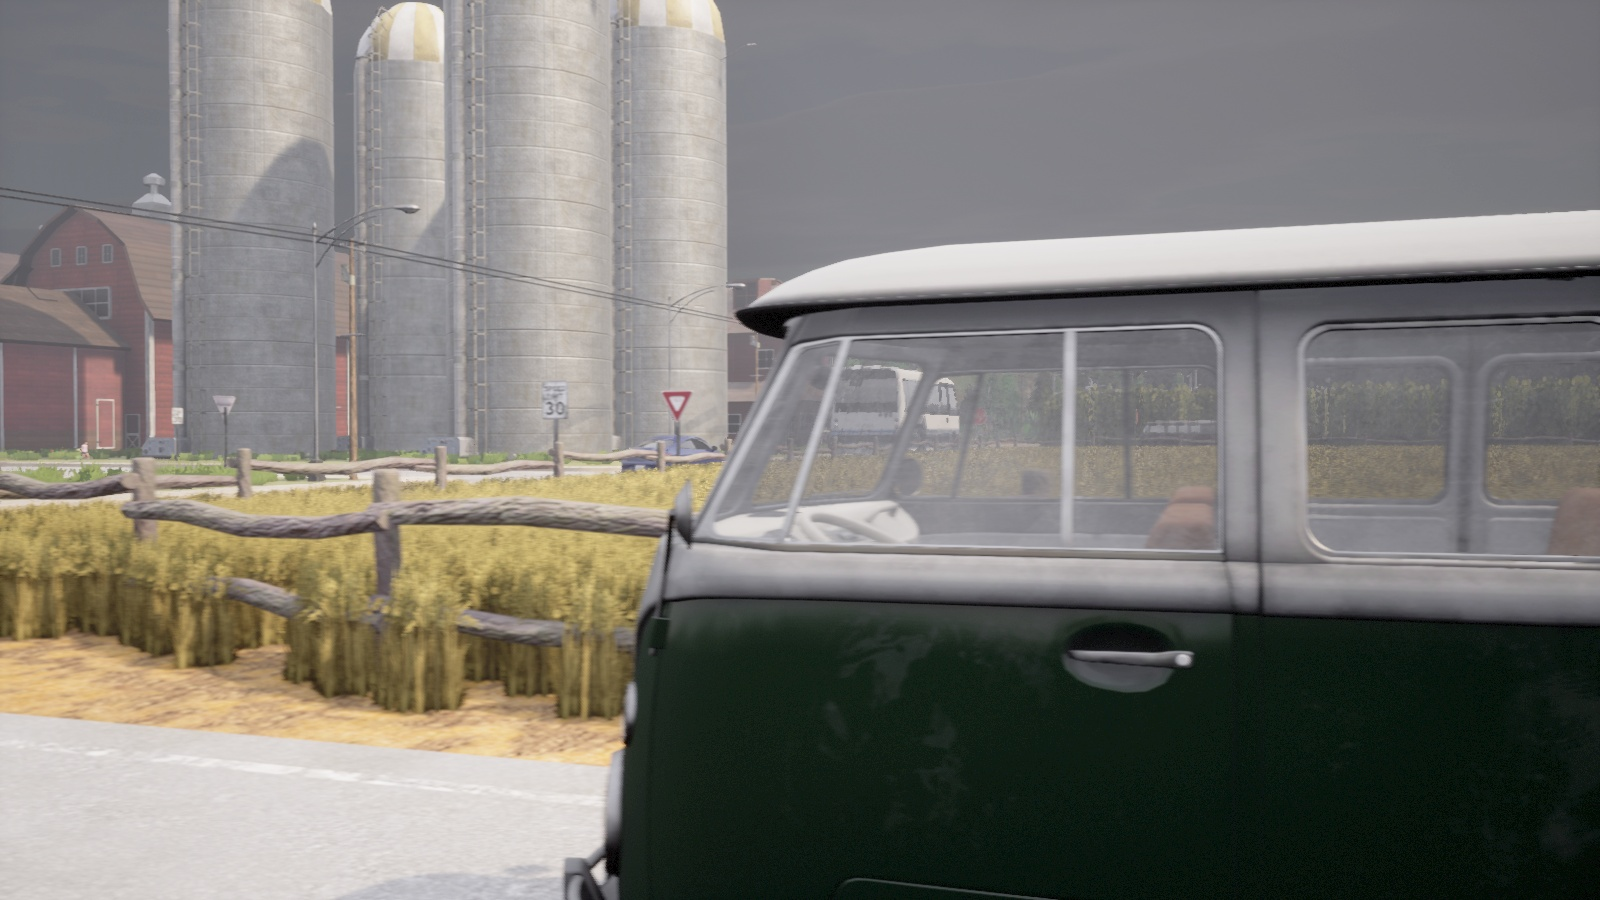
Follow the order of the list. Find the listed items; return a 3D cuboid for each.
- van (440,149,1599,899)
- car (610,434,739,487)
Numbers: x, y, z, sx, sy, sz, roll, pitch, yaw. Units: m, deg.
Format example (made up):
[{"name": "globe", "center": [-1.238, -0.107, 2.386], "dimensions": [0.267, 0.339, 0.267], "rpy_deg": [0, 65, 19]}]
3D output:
[{"name": "van", "center": [1.682, 0.541, 2.623], "dimensions": [4.442, 1.987, 1.775], "rpy_deg": [0, 1, 18]}, {"name": "car", "center": [-3.574, 0.252, 36.741], "dimensions": [1.812, 1.442, 4.674], "rpy_deg": [1, 1, 22]}]
